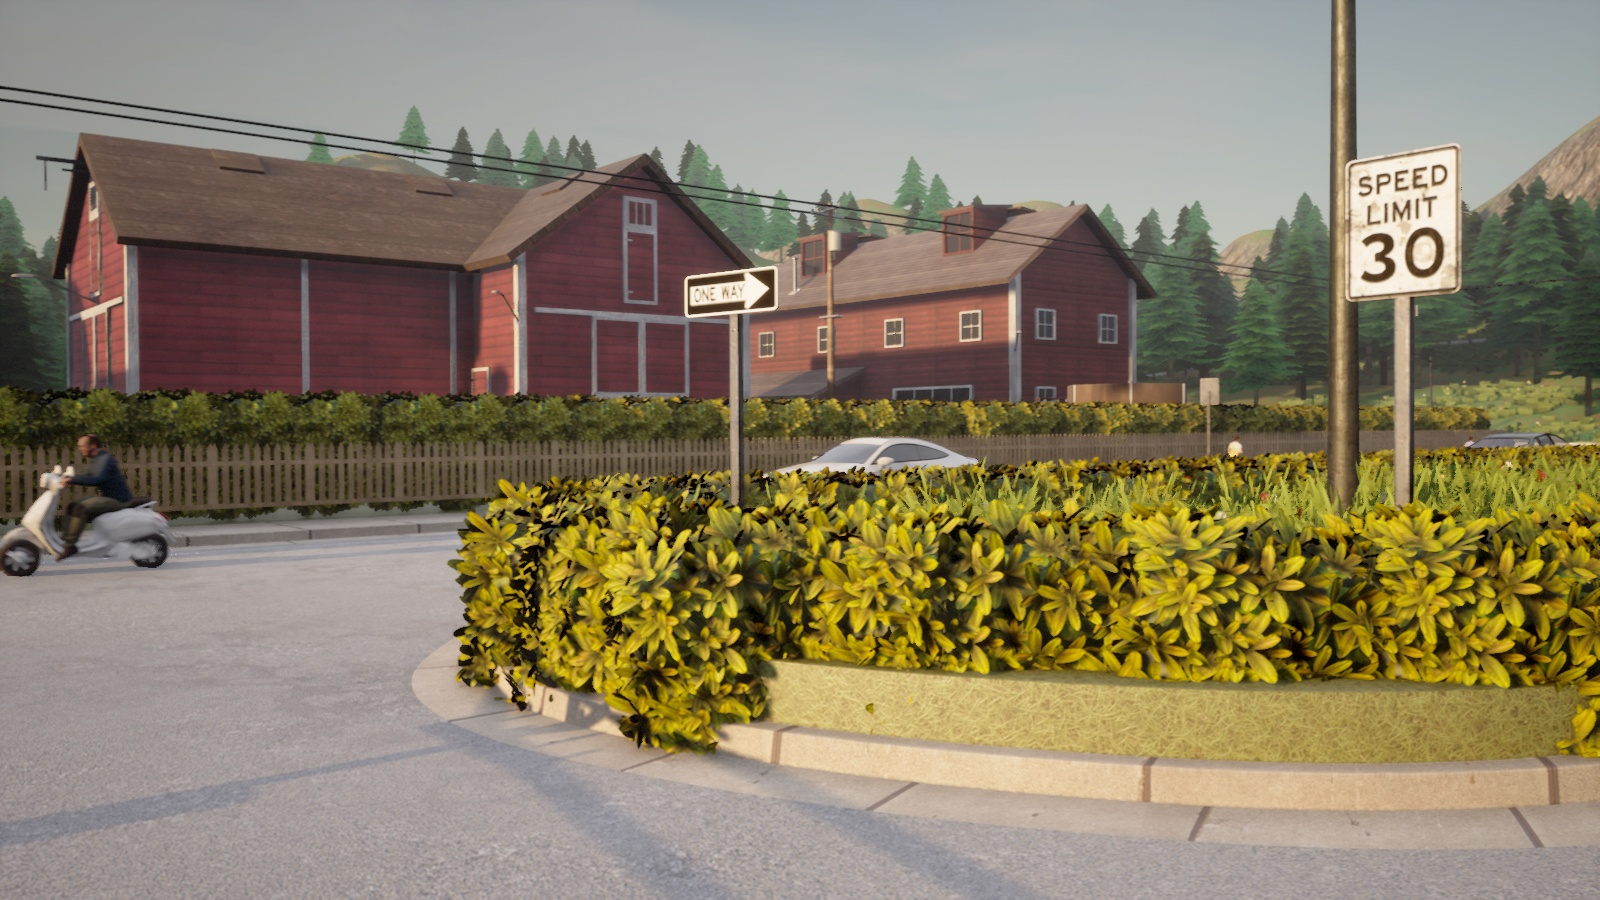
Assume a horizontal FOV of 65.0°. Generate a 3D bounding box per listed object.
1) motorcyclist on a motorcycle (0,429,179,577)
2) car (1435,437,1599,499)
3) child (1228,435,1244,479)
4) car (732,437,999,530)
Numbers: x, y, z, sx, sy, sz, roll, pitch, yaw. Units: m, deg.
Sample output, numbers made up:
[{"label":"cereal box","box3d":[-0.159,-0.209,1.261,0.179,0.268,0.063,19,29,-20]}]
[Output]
[{"label":"motorcyclist on a motorcycle","box3d":[-8.184,0.554,14.321,1.817,1.590,0.866,-1,1,-39]},{"label":"car","box3d":[18.186,0.391,31.425,5.357,1.411,2.033,-1,1,-39]},{"label":"child","box3d":[12.718,0.195,36.634,0.437,1.263,0.270,-1,1,-40]},{"label":"car","box3d":[1.236,0.509,22.047,4.674,1.442,1.812,-1,1,-39]}]
